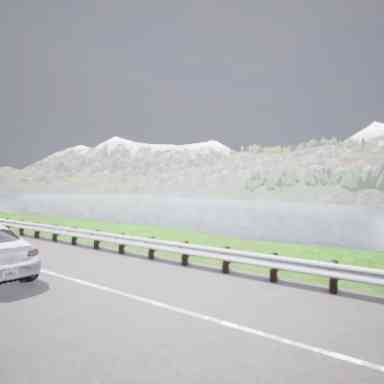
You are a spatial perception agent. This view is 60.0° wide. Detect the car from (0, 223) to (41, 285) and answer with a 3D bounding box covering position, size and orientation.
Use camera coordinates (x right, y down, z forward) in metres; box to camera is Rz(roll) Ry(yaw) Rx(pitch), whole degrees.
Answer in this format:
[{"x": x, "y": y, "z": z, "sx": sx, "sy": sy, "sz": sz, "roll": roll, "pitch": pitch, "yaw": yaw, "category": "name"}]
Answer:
[{"x": -5.443, "y": 1.408, "z": 8.001, "sx": 4.674, "sy": 1.442, "sz": 1.812, "roll": 1, "pitch": 0, "yaw": 37, "category": "car"}]
